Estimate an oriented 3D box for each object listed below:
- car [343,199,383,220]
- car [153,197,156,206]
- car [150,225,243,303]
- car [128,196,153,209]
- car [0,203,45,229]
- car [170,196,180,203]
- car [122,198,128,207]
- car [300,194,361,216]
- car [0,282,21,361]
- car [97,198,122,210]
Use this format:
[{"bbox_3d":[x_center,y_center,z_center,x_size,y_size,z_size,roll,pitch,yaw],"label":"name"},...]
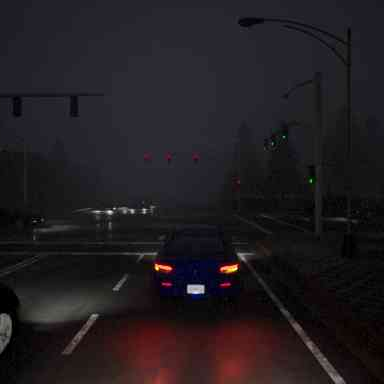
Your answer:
[{"bbox_3d":[15.883,1.547,27.608,5.357,1.411,2.033,0,0,0],"label":"car"},{"bbox_3d":[-7.136,1.505,55.495,1.837,1.490,4.892,0,0,0],"label":"car"},{"bbox_3d":[0.130,1.526,8.088,1.812,1.442,4.674,0,0,2],"label":"car"},{"bbox_3d":[-7.149,1.352,46.353,2.097,1.767,4.553,0,0,0],"label":"car"},{"bbox_3d":[-11.750,1.506,20.783,4.892,1.490,1.837,0,0,1],"label":"car"},{"bbox_3d":[-3.483,1.477,69.597,1.882,1.535,5.008,0,0,0],"label":"car"},{"bbox_3d":[-10.648,1.601,51.392,1.895,1.301,4.718,0,0,0],"label":"car"},{"bbox_3d":[13.062,1.222,31.107,5.566,2.045,2.150,0,0,0],"label":"car"},{"bbox_3d":[-3.442,1.505,2.954,1.837,1.490,4.892,0,0,0],"label":"car"},{"bbox_3d":[-10.645,1.525,42.293,1.812,1.442,4.674,0,0,0],"label":"car"}]
